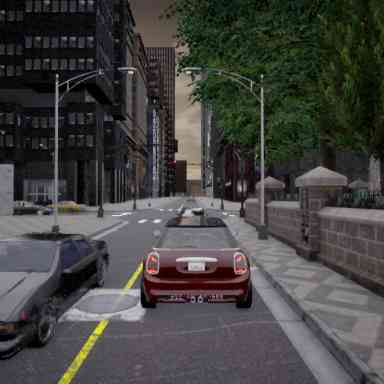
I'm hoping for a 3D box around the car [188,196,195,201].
[{"bbox_3d":[-0.248,1.705,90.108,1.812,1.442,4.674,0,0,0],"label":"car"}]

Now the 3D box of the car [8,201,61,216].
[{"bbox_3d":[-14.720,1.516,30.115,4.403,1.369,2.008,0,-1,0],"label":"car"}]

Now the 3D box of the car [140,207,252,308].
[{"bbox_3d":[0.076,1.356,8.070,2.097,1.767,4.553,0,0,0],"label":"car"}]

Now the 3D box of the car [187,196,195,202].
[{"bbox_3d":[-0.219,1.726,79.689,2.033,1.411,5.357,0,0,0],"label":"car"}]

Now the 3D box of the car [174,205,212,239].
[{"bbox_3d":[0.048,1.540,18.197,1.812,1.442,4.674,0,0,0],"label":"car"}]

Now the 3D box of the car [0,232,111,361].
[{"bbox_3d":[-3.016,1.551,6.537,2.033,1.411,5.357,0,0,0],"label":"car"}]

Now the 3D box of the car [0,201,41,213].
[{"bbox_3d":[-20.218,1.706,38.654,4.403,1.369,2.008,0,-1,0],"label":"car"}]

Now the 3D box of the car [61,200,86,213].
[{"bbox_3d":[-14.875,1.673,38.640,4.829,1.417,1.752,0,-1,0],"label":"car"}]
